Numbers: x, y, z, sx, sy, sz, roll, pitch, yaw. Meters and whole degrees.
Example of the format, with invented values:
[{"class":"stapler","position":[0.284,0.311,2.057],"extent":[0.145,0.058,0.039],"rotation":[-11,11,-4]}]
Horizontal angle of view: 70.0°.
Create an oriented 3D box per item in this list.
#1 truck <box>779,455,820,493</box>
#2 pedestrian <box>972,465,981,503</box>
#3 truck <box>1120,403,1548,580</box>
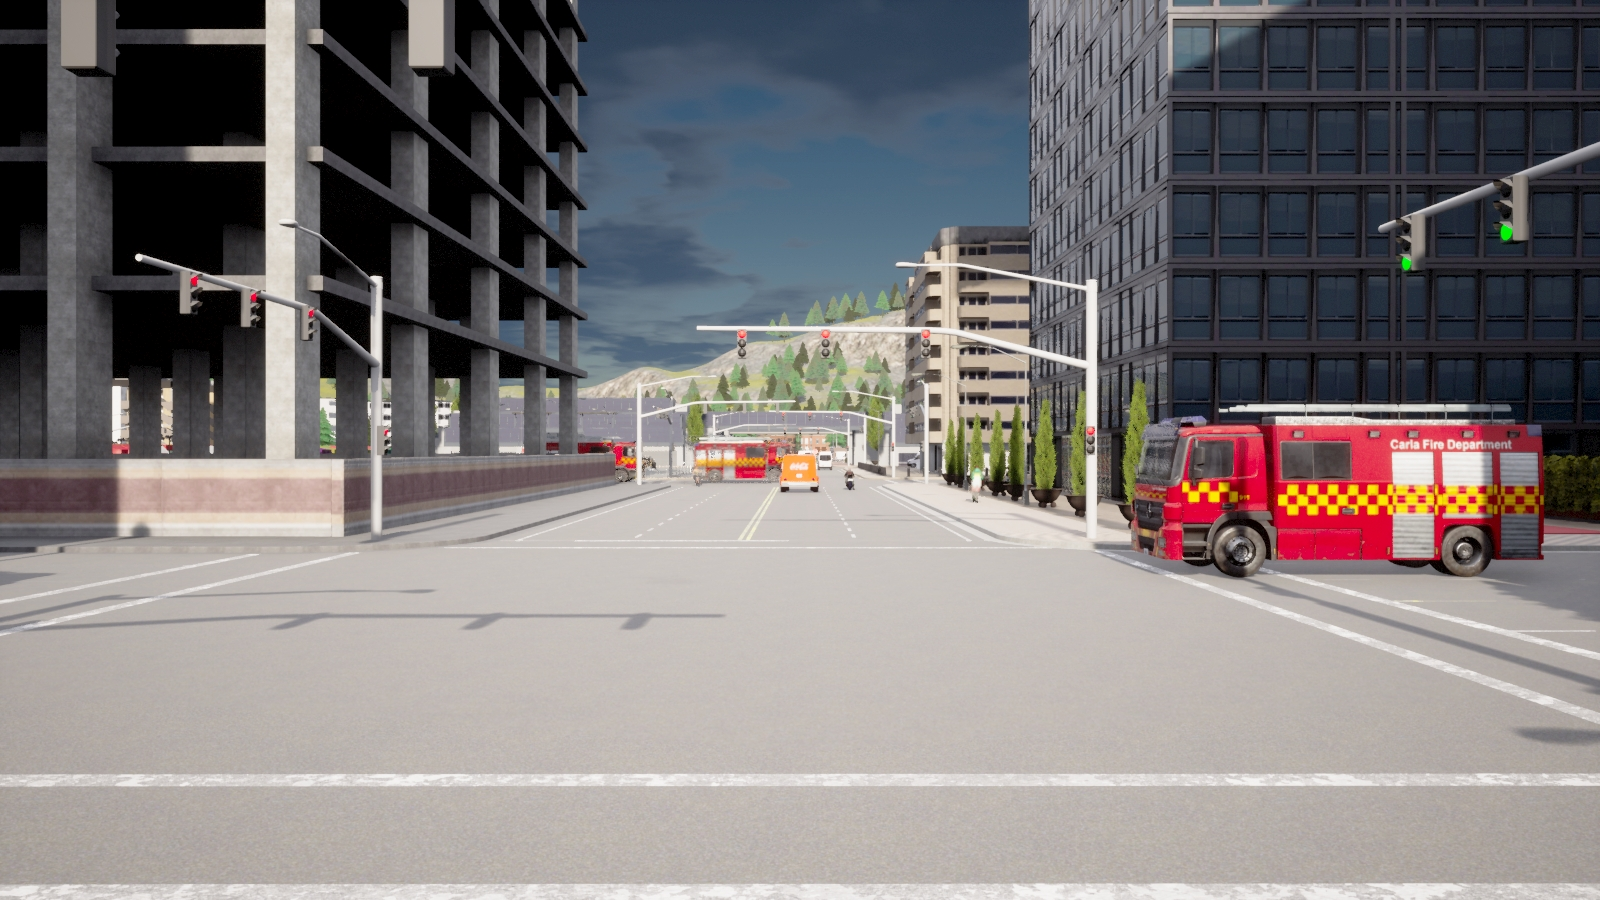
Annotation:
[{"class":"truck","position":[-0.023,1.564,76.782],"extent":[2.627,2.467,5.204],"rotation":[0,0,0]},{"class":"pedestrian","position":[8.840,1.693,57.194],"extent":[0.375,1.860,0.375],"rotation":[0,0,-1]},{"class":"truck","position":[11.970,0.889,26.163],"extent":[8.468,3.827,2.891],"rotation":[0,0,-1]}]
